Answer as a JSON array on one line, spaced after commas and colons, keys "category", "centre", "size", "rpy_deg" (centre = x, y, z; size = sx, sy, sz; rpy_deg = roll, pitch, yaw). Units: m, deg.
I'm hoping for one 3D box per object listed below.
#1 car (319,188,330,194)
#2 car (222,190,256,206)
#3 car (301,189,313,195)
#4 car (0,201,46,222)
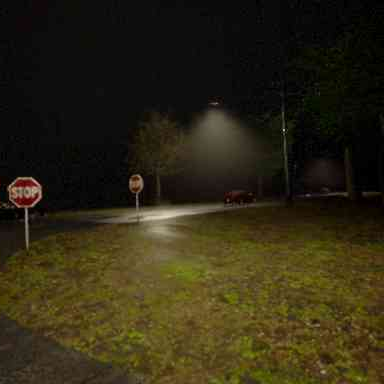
[{"category": "car", "centre": [30.714, -0.223, 77.210], "size": [1.812, 1.442, 4.674], "rpy_deg": [-3, -1, 29]}, {"category": "car", "centre": [4.897, 0.581, 34.212], "size": [1.882, 1.535, 5.008], "rpy_deg": [-4, -1, 34]}, {"category": "car", "centre": [27.400, -0.034, 79.466], "size": [1.837, 1.490, 4.892], "rpy_deg": [-4, -1, 34]}, {"category": "car", "centre": [-12.094, 1.357, 21.771], "size": [2.128, 1.511, 4.902], "rpy_deg": [-4, -1, 34]}]
